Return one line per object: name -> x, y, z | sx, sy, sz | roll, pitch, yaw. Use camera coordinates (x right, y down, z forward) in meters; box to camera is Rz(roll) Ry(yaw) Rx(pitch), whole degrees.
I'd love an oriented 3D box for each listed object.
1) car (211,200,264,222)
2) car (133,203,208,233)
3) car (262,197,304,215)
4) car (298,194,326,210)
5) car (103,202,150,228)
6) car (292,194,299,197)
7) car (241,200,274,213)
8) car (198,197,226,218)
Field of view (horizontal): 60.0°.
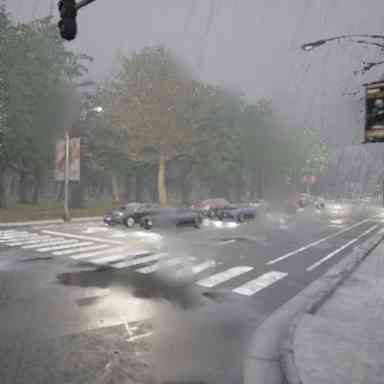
car -> 3.700, 1.561, 26.663 | 1.994, 1.385, 4.181 | 1, 0, 37
car -> -1.156, 1.530, 19.816 | 1.994, 1.385, 4.181 | 1, 0, 35
car -> 9.741, 1.582, 35.263 | 2.033, 1.411, 5.357 | 1, 0, 35
car -> 16.408, 1.431, 44.614 | 2.097, 1.767, 4.553 | 1, 0, 36
car -> -3.618, 1.430, 21.962 | 1.837, 1.490, 4.892 | 1, 0, 35
car -> 16.078, 1.261, 49.711 | 2.150, 2.045, 5.566 | 1, 0, 35
car -> 7.529, 1.596, 37.756 | 1.895, 1.301, 4.718 | 1, 0, 35
car -> 1.691, 1.311, 29.484 | 2.097, 1.767, 4.553 | 1, 0, 35
